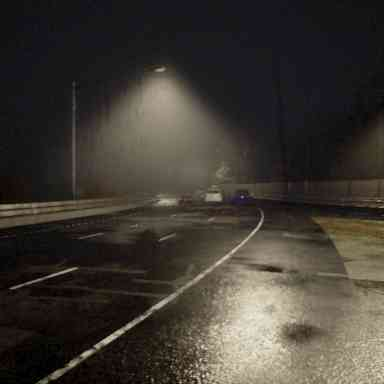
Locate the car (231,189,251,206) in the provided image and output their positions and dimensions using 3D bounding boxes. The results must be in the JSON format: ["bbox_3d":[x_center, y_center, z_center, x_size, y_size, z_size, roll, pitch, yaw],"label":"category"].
[{"bbox_3d":[6.175,0.692,42.146,2.150,2.045,5.566,0,0,4],"label":"car"}]

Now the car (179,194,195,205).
[{"bbox_3d":[-0.679,0.978,44.049,2.033,1.411,5.357,0,1,4],"label":"car"}]

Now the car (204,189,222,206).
[{"bbox_3d":[2.768,0.664,43.421,2.150,2.045,5.566,0,0,4],"label":"car"}]
